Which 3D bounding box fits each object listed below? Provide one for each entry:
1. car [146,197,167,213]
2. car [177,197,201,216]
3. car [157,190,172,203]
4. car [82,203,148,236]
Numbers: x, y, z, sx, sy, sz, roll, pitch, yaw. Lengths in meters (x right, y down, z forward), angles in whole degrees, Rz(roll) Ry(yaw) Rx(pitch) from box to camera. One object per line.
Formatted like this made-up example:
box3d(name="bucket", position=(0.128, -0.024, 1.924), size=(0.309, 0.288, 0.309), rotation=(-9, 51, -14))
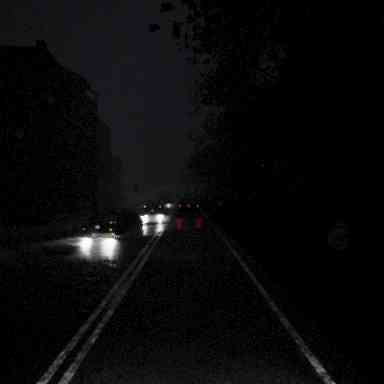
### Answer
box3d(name="car", position=(-3.852, 1.456, 34.041), size=(1.895, 1.301, 4.718), rotation=(0, 1, -2))
box3d(name="car", position=(-0.330, 1.237, 31.020), size=(2.097, 1.767, 4.553), rotation=(0, 0, -1))
box3d(name="car", position=(-4.456, 0.763, 54.708), size=(2.150, 2.045, 5.566), rotation=(0, 1, -2))
box3d(name="car", position=(-4.259, 1.527, 18.339), size=(1.994, 1.385, 4.181), rotation=(0, 0, 12))
